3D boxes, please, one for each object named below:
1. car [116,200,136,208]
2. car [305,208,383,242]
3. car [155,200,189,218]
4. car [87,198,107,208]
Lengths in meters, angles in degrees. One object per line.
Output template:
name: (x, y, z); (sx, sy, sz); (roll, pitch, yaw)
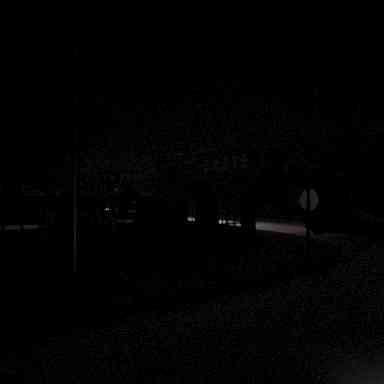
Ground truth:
car: (-10.105, 1.542, 48.940); (2.033, 1.411, 5.357); (0, 0, -37)
car: (7.911, 1.521, 16.573); (1.812, 1.442, 4.674); (0, 0, -38)
car: (-2.210, 1.486, 30.608); (2.128, 1.511, 4.902); (0, 0, -35)
car: (-13.139, 1.560, 46.030); (1.994, 1.385, 4.181); (0, 0, -35)
